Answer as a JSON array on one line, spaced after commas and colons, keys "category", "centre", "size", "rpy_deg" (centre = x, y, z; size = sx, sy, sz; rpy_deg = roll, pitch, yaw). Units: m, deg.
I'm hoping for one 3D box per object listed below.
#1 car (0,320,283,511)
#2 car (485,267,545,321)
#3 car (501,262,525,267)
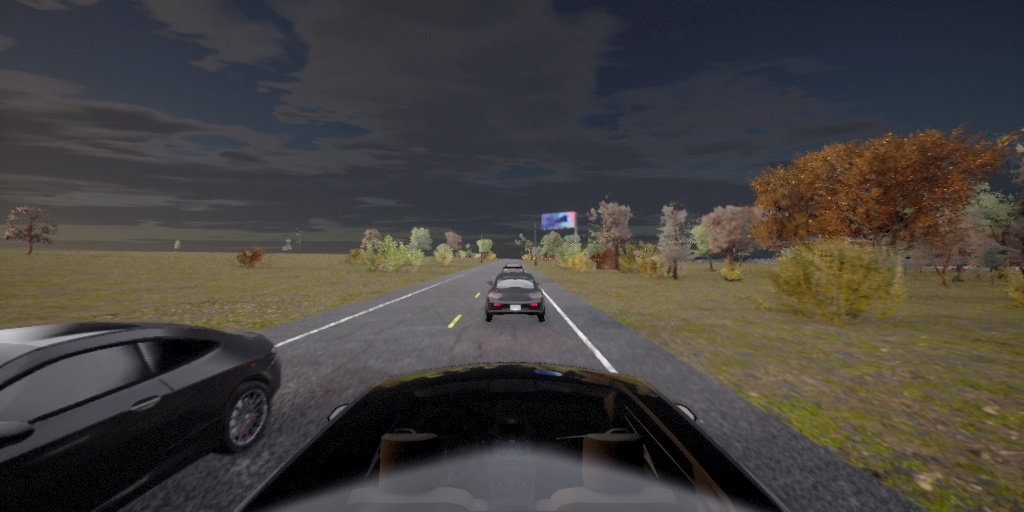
[{"category": "car", "centre": [-3.601, 1.276, 2.406], "size": [1.812, 1.442, 4.674], "rpy_deg": [0, 0, 0]}, {"category": "car", "centre": [0.099, 1.279, 12.347], "size": [1.812, 1.442, 4.674], "rpy_deg": [0, 0, 0]}, {"category": "car", "centre": [0.097, 1.254, 30.103], "size": [2.128, 1.511, 4.902], "rpy_deg": [0, 0, 0]}]
